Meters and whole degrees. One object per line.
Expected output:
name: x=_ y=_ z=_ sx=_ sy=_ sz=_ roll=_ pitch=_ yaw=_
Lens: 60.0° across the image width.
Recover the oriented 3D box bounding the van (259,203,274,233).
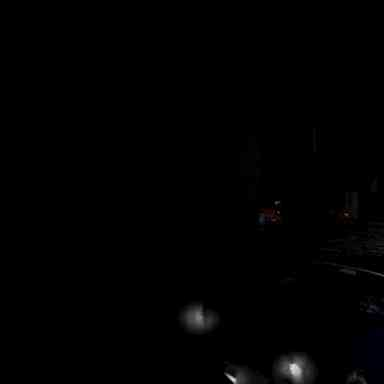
van: x=2.498 y=1.483 z=19.381 sx=1.690 sy=1.788 sz=3.998 roll=1 pitch=0 yaw=-35

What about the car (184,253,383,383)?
car: x=2.260 y=1.649 z=4.676 sx=4.718 sy=1.301 sz=1.895 roll=1 pitch=0 yaw=-34

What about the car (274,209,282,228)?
car: x=3.483 y=1.387 z=22.795 sx=2.150 sy=2.045 sz=5.566 roll=1 pitch=0 yaw=-35

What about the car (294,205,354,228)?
car: x=9.477 y=1.659 z=24.276 sx=1.967 sy=1.590 sz=4.097 roll=1 pitch=0 yaw=-35
